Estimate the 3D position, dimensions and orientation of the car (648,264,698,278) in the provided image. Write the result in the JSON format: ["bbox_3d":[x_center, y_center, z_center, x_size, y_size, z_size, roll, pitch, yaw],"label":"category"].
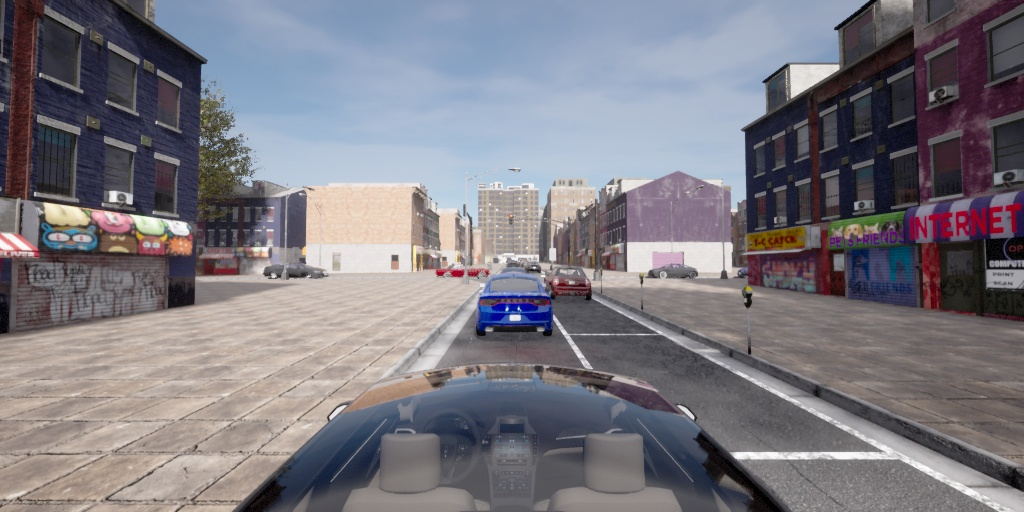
[{"bbox_3d":[14.605,1.379,32.653,4.181,1.385,1.994,0,-2,0],"label":"car"}]

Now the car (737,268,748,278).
[{"bbox_3d":[23.059,1.336,32.599,4.674,1.442,1.812,0,-2,0],"label":"car"}]

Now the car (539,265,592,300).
[{"bbox_3d":[2.635,1.206,17.822,1.967,1.591,4.097,0,0,0],"label":"car"}]

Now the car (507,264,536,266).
[{"bbox_3d":[0.098,1.292,18.022,1.812,1.442,4.674,0,0,0],"label":"car"}]

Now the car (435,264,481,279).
[{"bbox_3d":[-4.235,1.370,30.861,4.718,1.301,1.895,0,-2,-14],"label":"car"}]

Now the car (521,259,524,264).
[{"bbox_3d":[2.633,1.452,50.002,1.948,1.339,4.313,0,0,0],"label":"car"}]

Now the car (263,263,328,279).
[{"bbox_3d":[-17.985,1.296,29.912,4.902,1.511,2.128,0,-2,0],"label":"car"}]

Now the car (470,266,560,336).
[{"bbox_3d":[0.039,1.233,10.498,1.882,1.535,5.008,0,0,-1],"label":"car"}]

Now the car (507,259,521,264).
[{"bbox_3d":[0.097,1.443,57.561,1.837,1.490,4.892,0,0,0],"label":"car"}]

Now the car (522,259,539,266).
[{"bbox_3d":[2.634,1.420,44.566,1.948,1.339,4.313,0,0,0],"label":"car"}]

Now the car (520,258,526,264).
[{"bbox_3d":[2.633,1.448,55.609,1.751,1.417,4.829,0,0,0],"label":"car"}]
